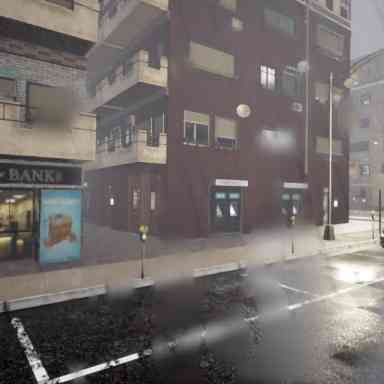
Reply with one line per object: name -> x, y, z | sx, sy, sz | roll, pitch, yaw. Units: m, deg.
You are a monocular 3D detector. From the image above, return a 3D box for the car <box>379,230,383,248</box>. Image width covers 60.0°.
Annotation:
car -> 9.106, 1.554, 13.147 | 4.403, 1.369, 2.008 | 0, 1, -35
